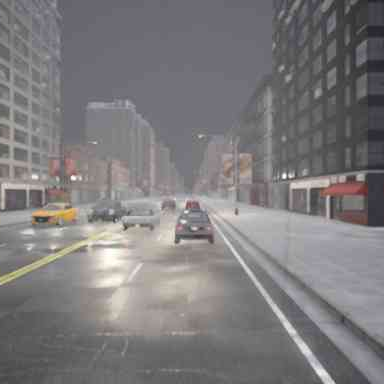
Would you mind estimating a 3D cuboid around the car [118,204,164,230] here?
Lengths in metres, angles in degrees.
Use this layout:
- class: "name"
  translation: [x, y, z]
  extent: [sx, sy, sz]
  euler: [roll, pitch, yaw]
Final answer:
- class: "car"
  translation: [-3.154, 1.673, 21.414]
  extent: [1.895, 1.301, 4.718]
  euler: [0, 0, 0]

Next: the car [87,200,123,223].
- class: "car"
  translation: [-6.575, 1.439, 25.962]
  extent: [2.097, 1.767, 4.553]
  euler: [0, 0, 0]

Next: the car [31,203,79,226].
- class: "car"
  translation: [-9.832, 1.559, 24.190]
  extent: [1.882, 1.535, 5.008]
  euler: [0, 0, 0]

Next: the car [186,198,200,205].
- class: "car"
  translation: [0.095, 1.640, 47.448]
  extent: [1.882, 1.535, 5.008]
  euler: [0, 0, 0]

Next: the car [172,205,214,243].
- class: "car"
  translation: [0.099, 1.604, 16.524]
  extent: [2.033, 1.411, 5.357]
  euler: [0, 0, 0]

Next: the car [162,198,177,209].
- class: "car"
  translation: [-3.158, 1.662, 45.910]
  extent: [1.837, 1.490, 4.892]
  euler: [0, 0, 0]
